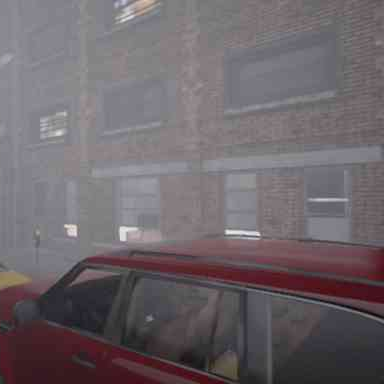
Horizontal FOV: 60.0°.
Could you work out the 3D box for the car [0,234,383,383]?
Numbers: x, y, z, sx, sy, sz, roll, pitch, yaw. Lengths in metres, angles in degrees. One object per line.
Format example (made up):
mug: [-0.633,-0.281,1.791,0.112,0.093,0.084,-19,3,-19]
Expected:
car: [-0.088,1.331,2.940,5.009,1.841,2.192,-1,-1,36]
